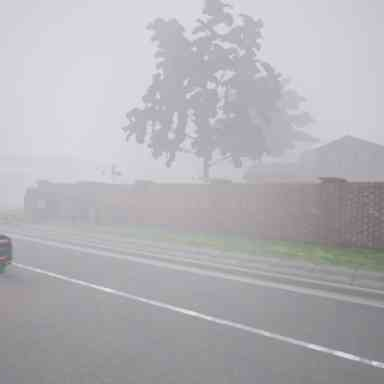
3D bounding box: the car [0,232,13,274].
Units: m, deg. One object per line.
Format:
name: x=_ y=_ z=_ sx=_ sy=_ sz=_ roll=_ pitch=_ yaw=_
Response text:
car: x=-6.604 y=1.345 z=8.706 sx=4.902 sy=1.511 sz=2.128 roll=1 pitch=1 yaw=36
